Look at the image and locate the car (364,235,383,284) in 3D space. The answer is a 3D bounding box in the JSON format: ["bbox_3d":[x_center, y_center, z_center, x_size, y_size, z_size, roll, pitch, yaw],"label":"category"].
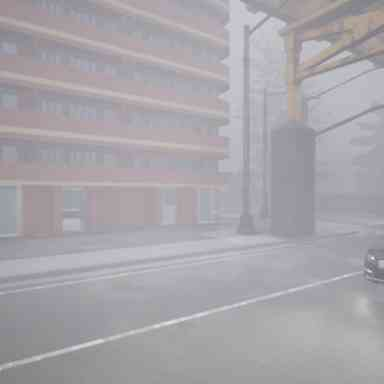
[{"bbox_3d":[6.266,1.505,8.403,4.902,1.511,2.128,0,0,-35],"label":"car"}]
